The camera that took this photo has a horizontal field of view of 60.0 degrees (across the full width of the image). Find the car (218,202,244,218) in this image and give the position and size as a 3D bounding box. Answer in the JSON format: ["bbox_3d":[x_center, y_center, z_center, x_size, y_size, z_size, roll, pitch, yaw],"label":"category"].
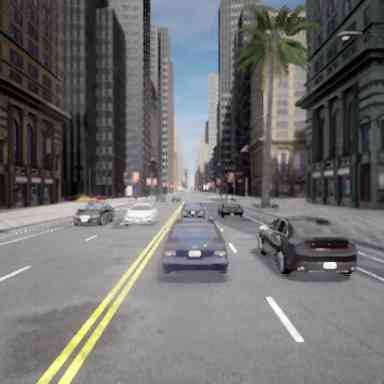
[{"bbox_3d":[3.339,1.556,29.703,1.895,1.301,4.718,0,0,0],"label":"car"}]

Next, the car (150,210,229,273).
[{"bbox_3d":[0.081,1.533,10.568,2.033,1.411,5.357,0,0,0],"label":"car"}]

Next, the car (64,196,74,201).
[{"bbox_3d":[-29.083,1.496,84.590,5.009,1.841,2.192,-1,1,0],"label":"car"}]

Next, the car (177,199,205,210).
[{"bbox_3d":[0.082,1.509,26.266,2.033,1.411,5.357,0,0,0],"label":"car"}]

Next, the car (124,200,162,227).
[{"bbox_3d":[-3.355,1.493,22.741,1.812,1.442,4.674,0,0,0],"label":"car"}]

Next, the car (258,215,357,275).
[{"bbox_3d":[3.328,1.492,10.416,1.837,1.490,4.892,0,1,0],"label":"car"}]

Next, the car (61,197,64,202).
[{"bbox_3d":[-34.166,1.832,84.612,4.206,1.307,1.802,-1,1,0],"label":"car"}]

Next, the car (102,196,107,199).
[{"bbox_3d":[-23.993,1.656,84.578,4.507,1.381,1.887,-1,1,0],"label":"car"}]

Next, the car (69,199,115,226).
[{"bbox_3d":[-6.604,1.459,22.890,2.128,1.511,4.902,0,0,0],"label":"car"}]

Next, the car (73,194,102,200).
[{"bbox_3d":[-23.852,1.690,76.050,4.829,1.417,1.752,-1,1,0],"label":"car"}]

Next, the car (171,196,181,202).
[{"bbox_3d":[-3.257,1.476,69.186,1.994,1.385,4.181,0,0,0],"label":"car"}]

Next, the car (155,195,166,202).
[{"bbox_3d":[-6.507,1.420,69.352,1.837,1.490,4.892,0,0,0],"label":"car"}]
